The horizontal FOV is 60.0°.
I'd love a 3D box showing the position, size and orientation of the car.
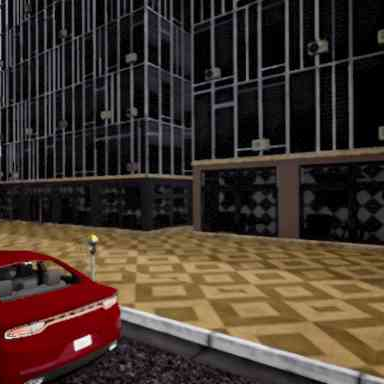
[{"bbox_3d":[-3.049,1.573,5.045,4.507,1.381,1.887,0,0,35],"label":"car"}]
